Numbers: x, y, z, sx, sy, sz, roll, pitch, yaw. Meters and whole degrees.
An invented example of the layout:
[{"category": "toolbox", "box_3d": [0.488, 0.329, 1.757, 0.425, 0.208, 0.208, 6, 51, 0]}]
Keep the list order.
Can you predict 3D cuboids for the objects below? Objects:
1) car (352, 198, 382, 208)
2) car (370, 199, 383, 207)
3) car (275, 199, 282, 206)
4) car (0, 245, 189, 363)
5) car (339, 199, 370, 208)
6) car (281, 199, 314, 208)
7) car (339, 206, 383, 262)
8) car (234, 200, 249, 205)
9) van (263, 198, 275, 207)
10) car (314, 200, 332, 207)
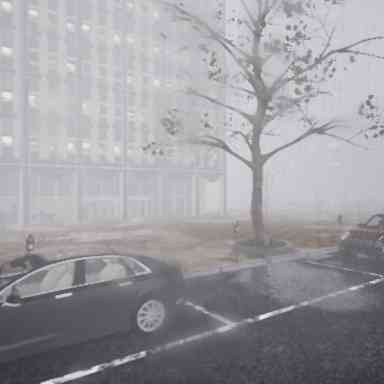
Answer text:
[{"category": "car", "box_3d": [30.862, 1.953, 58.765, 1.967, 1.590, 4.097, -1, 0, -36]}, {"category": "car", "box_3d": [28.446, 1.996, 47.376, 2.008, 1.369, 4.403, -1, 0, -36]}, {"category": "car", "box_3d": [19.006, 2.246, 74.923, 1.967, 1.590, 4.097, -1, 0, -36]}, {"category": "car", "box_3d": [-2.110, 1.553, 5.062, 4.403, 1.369, 2.008, 0, 0, -35]}, {"category": "car", "box_3d": [25.179, 2.077, 51.887, 2.008, 1.369, 4.403, -1, 0, -36]}, {"category": "car", "box_3d": [19.099, 2.222, 60.360, 1.887, 1.381, 4.507, -1, 0, -36]}, {"category": "car", "box_3d": [6.891, 1.462, 11.483, 4.097, 1.590, 1.967, 0, 0, -35]}, {"category": "car", "box_3d": [12.473, 2.551, 83.941, 1.802, 1.307, 4.206, -1, 0, -36]}, {"category": "van", "box_3d": [14.177, 2.142, 67.245, 1.690, 1.788, 3.998, -1, 0, -36]}, {"category": "car", "box_3d": [25.602, 2.225, 65.946, 1.802, 1.307, 4.206, -1, 0, -36]}]
